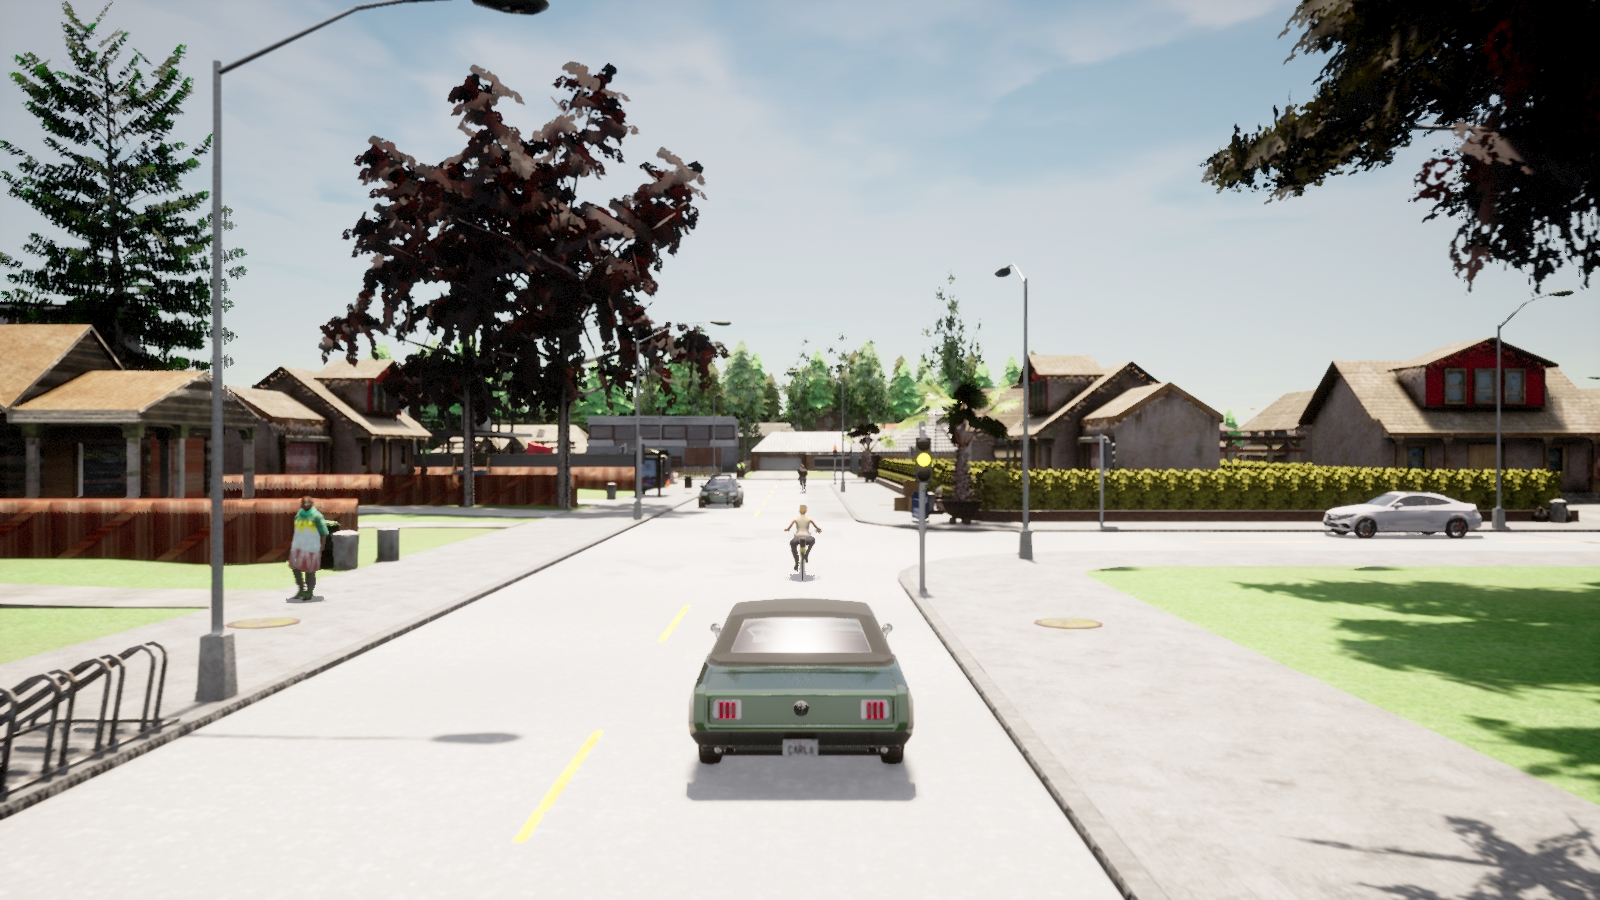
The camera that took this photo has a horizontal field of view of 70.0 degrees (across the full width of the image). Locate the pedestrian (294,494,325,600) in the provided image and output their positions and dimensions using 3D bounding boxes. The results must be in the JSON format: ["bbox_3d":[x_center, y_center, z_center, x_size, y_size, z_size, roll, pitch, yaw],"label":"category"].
[{"bbox_3d":[-8.759,1.728,20.408,0.375,1.860,0.375,0,0,7],"label":"pedestrian"}]

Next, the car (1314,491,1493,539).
[{"bbox_3d":[19.236,2.056,36.560,4.674,1.442,2.002,0,0,0],"label":"car"}]

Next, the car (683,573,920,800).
[{"bbox_3d":[0.015,2.146,11.502,1.895,1.301,4.718,0,0,0],"label":"car"}]

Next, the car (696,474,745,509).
[{"bbox_3d":[-3.836,1.999,55.938,2.038,1.542,4.974,0,0,0],"label":"car"}]
